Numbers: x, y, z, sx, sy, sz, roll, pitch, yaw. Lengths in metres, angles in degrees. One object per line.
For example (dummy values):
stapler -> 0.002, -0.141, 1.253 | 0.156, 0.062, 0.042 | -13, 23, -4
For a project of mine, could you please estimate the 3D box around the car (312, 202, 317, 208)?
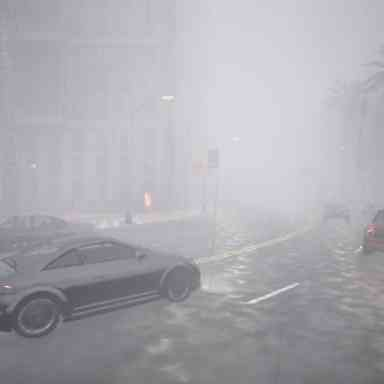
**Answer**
car -> 17.393, 1.578, 43.770 | 1.895, 1.301, 4.718 | 0, 0, 2

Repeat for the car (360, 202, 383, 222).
car -> 15.218, 1.590, 27.240 | 1.895, 1.301, 4.718 | 0, 0, 17

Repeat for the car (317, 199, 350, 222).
car -> 11.310, 1.535, 26.364 | 2.033, 1.411, 5.357 | 0, 0, 19

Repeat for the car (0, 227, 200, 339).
car -> -1.845, 1.557, 6.668 | 4.181, 1.385, 1.994 | 0, 0, -39

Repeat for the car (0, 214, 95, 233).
car -> -6.200, 1.534, 12.179 | 5.357, 1.411, 2.033 | 0, 0, -41

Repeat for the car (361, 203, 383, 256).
car -> 7.854, 1.347, 12.389 | 2.097, 1.767, 4.553 | 0, 0, 37
